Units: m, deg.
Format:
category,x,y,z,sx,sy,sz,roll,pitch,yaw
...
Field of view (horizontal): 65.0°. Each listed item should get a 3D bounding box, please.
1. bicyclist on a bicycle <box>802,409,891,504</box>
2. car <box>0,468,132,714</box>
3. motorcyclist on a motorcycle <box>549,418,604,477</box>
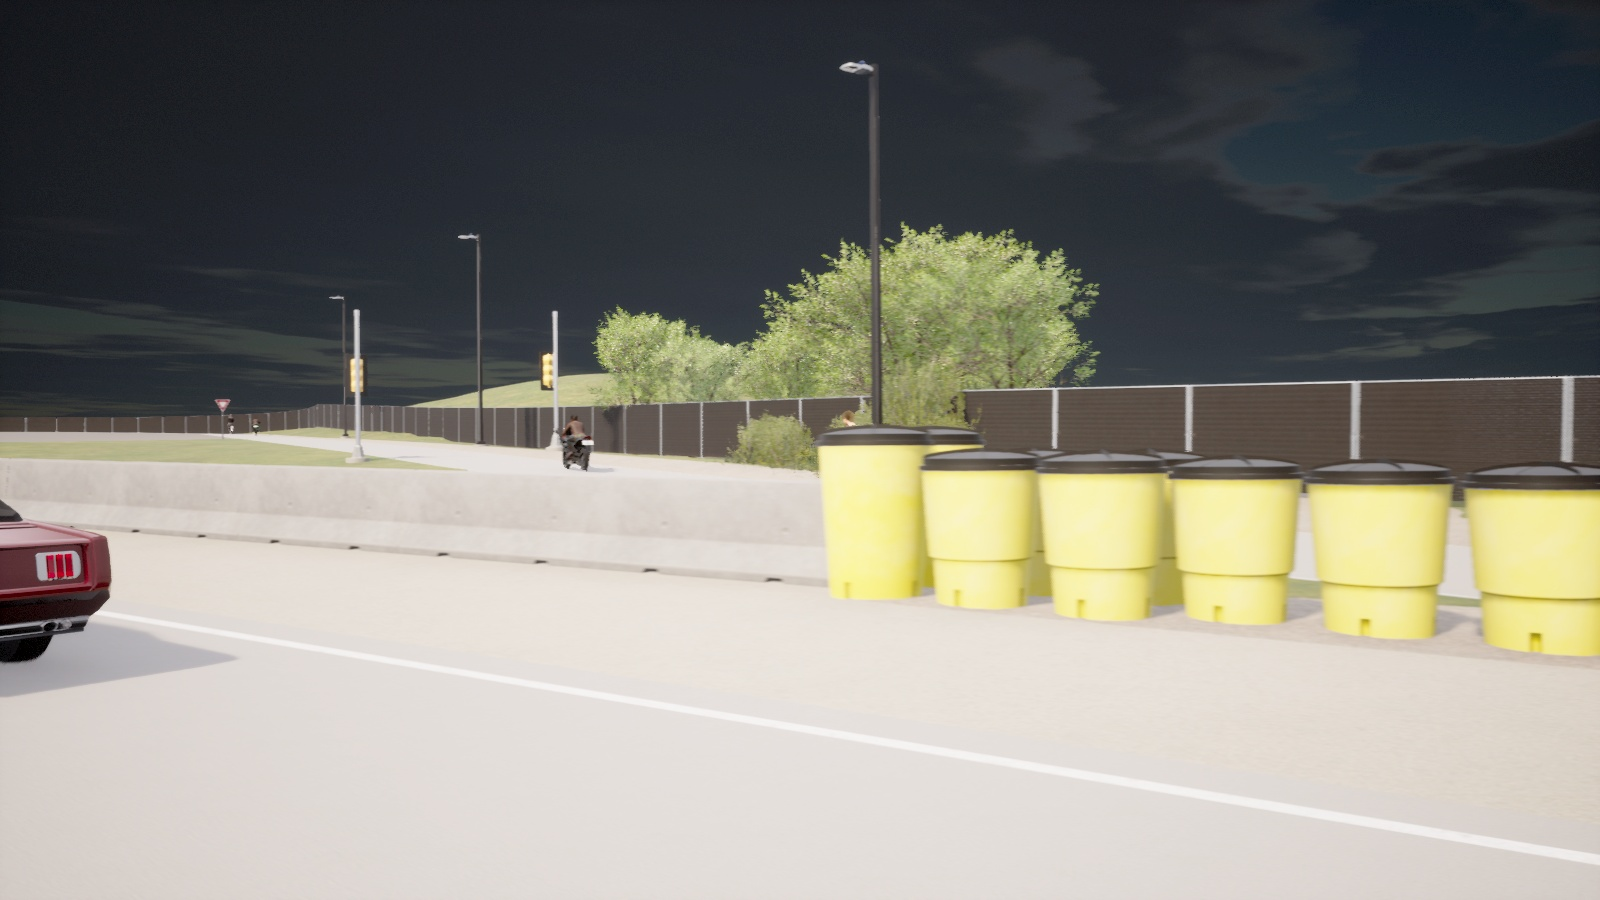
category,x,y,z,sx,sy,sz,roll,pitch,yaw
bicyclist on a bicycle,0.807,0.094,22.325,0.866,1.612,1.509,-2,2,-32
car,-6.427,0.784,7.896,4.718,1.301,1.895,0,1,34
motorcyclist on a motorcycle,-6.055,-0.088,33.907,0.797,1.523,2.044,-2,2,-30
